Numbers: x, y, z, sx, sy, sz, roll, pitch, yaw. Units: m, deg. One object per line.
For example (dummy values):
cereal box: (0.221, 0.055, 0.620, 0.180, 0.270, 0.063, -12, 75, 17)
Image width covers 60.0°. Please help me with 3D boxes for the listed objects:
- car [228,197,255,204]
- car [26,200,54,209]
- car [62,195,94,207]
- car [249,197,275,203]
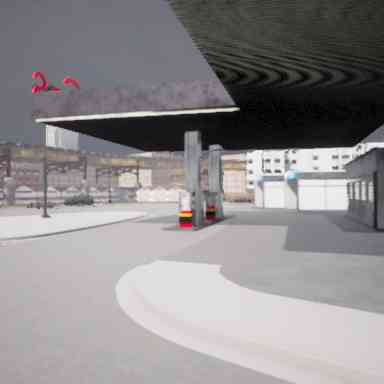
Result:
car: (10.350, 1.813, 71.089, 5.357, 1.411, 2.033, 0, 0, -5)
car: (-23.538, 1.975, 51.710, 1.994, 1.385, 4.181, -1, 0, 23)
car: (-20.644, 1.653, 60.561, 5.566, 2.045, 2.150, -1, -2, -45)
car: (15.750, 1.793, 74.689, 5.357, 1.411, 2.033, 0, 0, 1)
